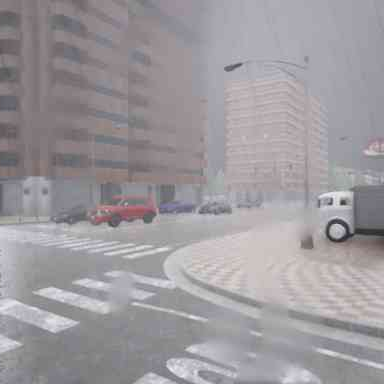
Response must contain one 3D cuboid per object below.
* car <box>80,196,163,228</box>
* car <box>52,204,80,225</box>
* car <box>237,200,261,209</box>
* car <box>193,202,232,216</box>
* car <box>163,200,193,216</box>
[{"bbox_3d":[-4.919,1.339,24.082,2.150,2.045,5.566,0,0,35],"label":"car"},{"bbox_3d":[-8.296,1.655,25.397,1.812,1.442,4.674,0,0,36],"label":"car"},{"bbox_3d":[8.316,1.794,48.527,1.895,1.301,4.718,0,0,35],"label":"car"},{"bbox_3d":[2.428,1.680,34.397,1.994,1.385,4.181,0,0,36],"label":"car"},{"bbox_3d":[-1.471,1.606,34.964,1.882,1.535,5.008,0,0,36],"label":"car"}]
